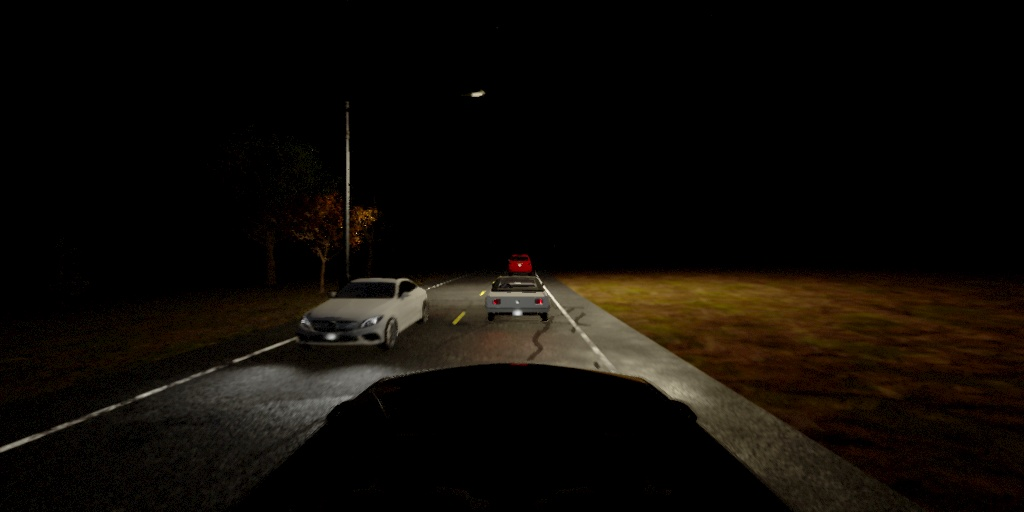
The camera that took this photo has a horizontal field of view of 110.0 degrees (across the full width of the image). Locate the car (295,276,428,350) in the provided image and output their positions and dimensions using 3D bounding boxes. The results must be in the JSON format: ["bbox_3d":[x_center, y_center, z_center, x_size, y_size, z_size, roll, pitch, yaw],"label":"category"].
[{"bbox_3d":[-3.431,1.260,9.167,1.812,1.442,4.674,0,0,1],"label":"car"}]

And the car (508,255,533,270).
[{"bbox_3d":[0.799,0.901,34.676,2.150,2.045,5.566,0,0,2],"label":"car"}]

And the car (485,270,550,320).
[{"bbox_3d":[0.194,1.330,12.448,1.895,1.301,4.718,0,0,1],"label":"car"}]
